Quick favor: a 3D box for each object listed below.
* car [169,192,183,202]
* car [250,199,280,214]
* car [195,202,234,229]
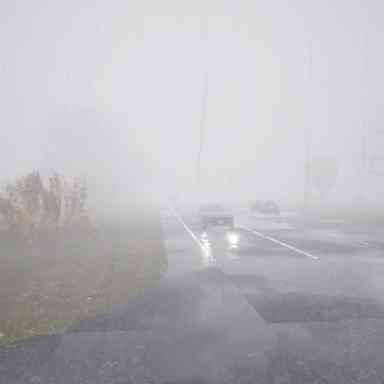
[{"bbox_3d":[-3.491,0.950,68.640,2.150,2.045,5.566,0,0,-2],"label":"car"},{"bbox_3d":[7.136,1.424,32.997,1.994,1.385,4.181,0,0,-6],"label":"car"},{"bbox_3d":[1.352,1.421,21.270,1.882,1.535,5.008,0,0,-6],"label":"car"}]
